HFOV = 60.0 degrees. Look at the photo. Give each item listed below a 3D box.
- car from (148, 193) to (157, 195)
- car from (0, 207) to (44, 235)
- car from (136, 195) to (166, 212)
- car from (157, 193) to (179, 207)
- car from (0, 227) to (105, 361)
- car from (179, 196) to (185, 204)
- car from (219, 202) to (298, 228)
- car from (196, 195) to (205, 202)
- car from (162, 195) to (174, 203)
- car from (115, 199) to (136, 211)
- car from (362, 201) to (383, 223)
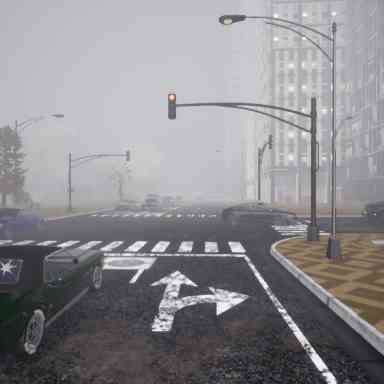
[{"bbox_3d":[-6.459,1.213,55.342,2.150,2.045,5.566,0,0,5],"label":"car"},{"bbox_3d":[-9.324,1.521,17.067,1.812,1.442,4.674,0,0,3],"label":"car"},{"bbox_3d":[-4.591,1.493,38.045,1.837,1.490,4.892,0,1,4],"label":"car"},{"bbox_3d":[-3.602,1.348,50.365,2.097,1.767,4.553,0,0,5],"label":"car"},{"bbox_3d":[-3.038,1.600,5.960,1.895,1.301,4.718,0,0,1],"label":"car"},{"bbox_3d":[-2.441,1.524,64.321,1.812,1.442,4.674,0,0,5],"label":"car"},{"bbox_3d":[4.191,1.424,21.286,4.902,1.511,2.128,0,0,20],"label":"car"},{"bbox_3d":[2.049,1.532,79.145,1.812,1.442,4.674,0,0,5],"label":"car"},{"bbox_3d":[-5.132,1.471,70.866,1.882,1.535,5.008,0,0,5],"label":"car"},{"bbox_3d":[-7.690,1.537,40.078,2.033,1.411,5.357,0,0,4],"label":"car"},{"bbox_3d":[14.841,1.059,22.956,5.566,2.045,2.150,0,0,5],"label":"car"}]
